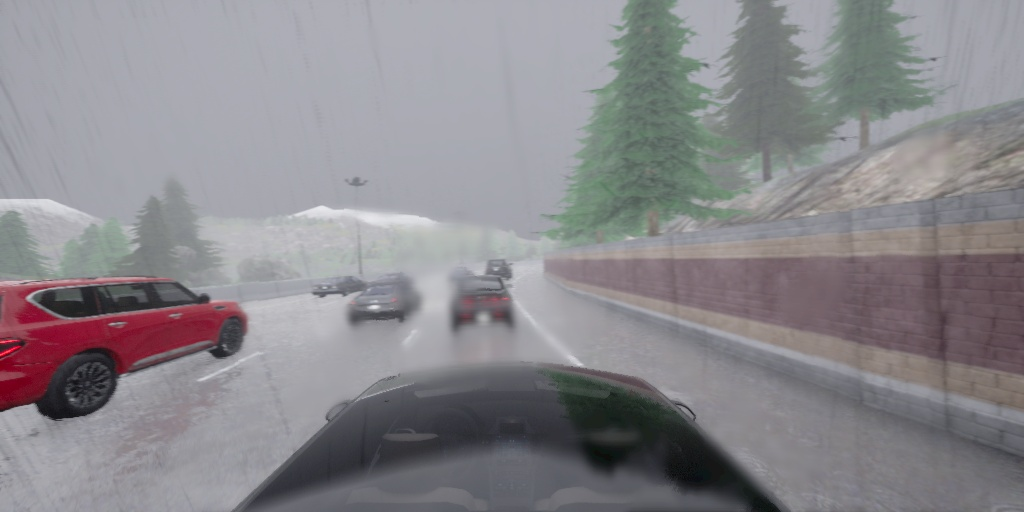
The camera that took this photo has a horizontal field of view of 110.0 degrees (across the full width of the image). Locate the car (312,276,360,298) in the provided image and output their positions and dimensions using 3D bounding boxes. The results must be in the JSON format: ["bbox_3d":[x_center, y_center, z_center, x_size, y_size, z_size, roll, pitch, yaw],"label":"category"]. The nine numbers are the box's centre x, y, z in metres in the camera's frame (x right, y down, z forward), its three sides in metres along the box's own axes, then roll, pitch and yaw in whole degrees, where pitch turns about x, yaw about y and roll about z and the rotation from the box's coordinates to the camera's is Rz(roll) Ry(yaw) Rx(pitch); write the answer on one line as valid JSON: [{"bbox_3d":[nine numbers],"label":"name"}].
[{"bbox_3d":[-12.047,2.124,25.643,2.033,1.411,5.357,-3,0,1],"label":"car"}]

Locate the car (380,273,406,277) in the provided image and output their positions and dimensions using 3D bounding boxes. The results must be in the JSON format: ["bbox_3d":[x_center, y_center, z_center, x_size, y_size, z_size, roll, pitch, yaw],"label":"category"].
[{"bbox_3d":[-8.545,1.943,26.174,2.033,1.411,5.357,-3,0,1],"label":"car"}]

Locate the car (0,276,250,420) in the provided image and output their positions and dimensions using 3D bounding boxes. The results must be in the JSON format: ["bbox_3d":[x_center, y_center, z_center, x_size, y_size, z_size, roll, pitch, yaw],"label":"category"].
[{"bbox_3d":[-7.495,1.405,6.680,2.150,2.045,5.566,-3,0,-7],"label":"car"}]

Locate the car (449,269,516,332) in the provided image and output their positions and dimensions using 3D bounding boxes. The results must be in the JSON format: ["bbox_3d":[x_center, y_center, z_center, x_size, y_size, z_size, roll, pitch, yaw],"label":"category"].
[{"bbox_3d":[-0.974,1.385,11.647,1.837,1.490,4.892,-3,0,-6],"label":"car"}]

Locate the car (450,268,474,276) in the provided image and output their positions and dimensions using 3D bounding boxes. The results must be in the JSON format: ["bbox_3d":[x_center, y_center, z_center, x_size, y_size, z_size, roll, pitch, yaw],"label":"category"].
[{"bbox_3d":[-4.637,1.817,34.074,1.994,1.385,4.181,-3,0,4],"label":"car"}]

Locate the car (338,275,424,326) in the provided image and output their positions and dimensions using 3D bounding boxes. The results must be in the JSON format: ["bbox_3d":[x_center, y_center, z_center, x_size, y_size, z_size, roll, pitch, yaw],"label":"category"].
[{"bbox_3d":[-4.632,1.653,13.610,1.994,1.385,4.181,-3,0,-5],"label":"car"}]

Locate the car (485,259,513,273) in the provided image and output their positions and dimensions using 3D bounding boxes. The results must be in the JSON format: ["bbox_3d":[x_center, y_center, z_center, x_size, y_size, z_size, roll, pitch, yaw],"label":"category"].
[{"bbox_3d":[-1.198,1.293,34.048,2.150,2.045,5.566,-3,0,4],"label":"car"}]
